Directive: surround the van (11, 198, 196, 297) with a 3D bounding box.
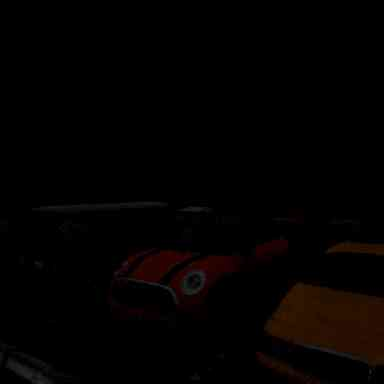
[{"bbox_3d":[-2.003,1.272,8.803,1.878,1.987,4.442,0,0,35],"label":"van"}]

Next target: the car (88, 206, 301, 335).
[{"bbox_3d":[0.442,1.356,6.998,2.185,1.767,4.553,0,0,35],"label":"car"}]

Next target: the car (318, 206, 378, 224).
[{"bbox_3d":[8.171,1.479,16.753,1.946,1.575,5.366,0,0,35],"label":"car"}]

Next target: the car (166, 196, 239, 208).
[{"bbox_3d":[1.170,1.282,21.365,2.435,2.045,5.566,-1,-1,35],"label":"car"}]

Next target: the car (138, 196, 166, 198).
[{"bbox_3d":[-3.327,1.356,24.464,2.435,2.045,5.566,-1,-1,35],"label":"car"}]

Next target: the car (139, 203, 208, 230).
[{"bbox_3d":[-1.114,1.570,22.966,2.231,1.521,4.892,-1,-1,35],"label":"car"}]

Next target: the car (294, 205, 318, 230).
[{"bbox_3d":[5.987,1.489,18.274,1.946,1.575,5.366,0,0,35],"label":"car"}]

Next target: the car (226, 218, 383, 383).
[{"bbox_3d":[2.714,1.474,5.154,1.946,1.575,5.366,0,0,35],"label":"car"}]

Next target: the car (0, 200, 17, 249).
[{"bbox_3d":[-7.140,1.298,12.262,2.435,2.045,5.566,-1,0,35],"label":"car"}]
